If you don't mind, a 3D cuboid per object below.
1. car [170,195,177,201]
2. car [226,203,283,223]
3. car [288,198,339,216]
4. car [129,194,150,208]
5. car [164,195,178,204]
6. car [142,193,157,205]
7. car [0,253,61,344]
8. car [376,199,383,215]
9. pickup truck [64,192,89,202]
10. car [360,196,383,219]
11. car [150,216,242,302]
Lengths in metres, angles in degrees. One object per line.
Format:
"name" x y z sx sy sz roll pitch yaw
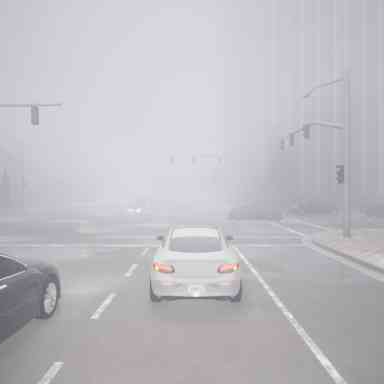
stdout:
"car" -4.759 1.524 85.622 1.812 1.442 4.674 0 0 -1
"car" 4.696 1.564 25.163 4.181 1.385 1.994 0 0 0
"car" 11.769 1.352 32.417 4.553 1.767 2.097 0 0 0
"car" -7.825 1.491 47.883 2.128 1.511 4.902 0 0 -1
"car" -4.337 1.547 63.251 2.033 1.411 5.357 0 0 -1
"car" -7.949 1.221 57.775 2.150 2.045 5.566 0 0 -1
"car" -3.436 1.505 4.472 1.837 1.490 4.892 0 0 0
"car" 20.994 1.478 32.484 5.008 1.535 1.882 0 0 0
"pickup truck" -24.665 1.058 70.172 2.390 2.098 6.274 0 0 30
"car" 17.708 1.221 28.962 5.566 2.045 2.150 0 0 0
"car" 0.077 1.526 8.122 1.812 1.442 4.674 0 0 0
